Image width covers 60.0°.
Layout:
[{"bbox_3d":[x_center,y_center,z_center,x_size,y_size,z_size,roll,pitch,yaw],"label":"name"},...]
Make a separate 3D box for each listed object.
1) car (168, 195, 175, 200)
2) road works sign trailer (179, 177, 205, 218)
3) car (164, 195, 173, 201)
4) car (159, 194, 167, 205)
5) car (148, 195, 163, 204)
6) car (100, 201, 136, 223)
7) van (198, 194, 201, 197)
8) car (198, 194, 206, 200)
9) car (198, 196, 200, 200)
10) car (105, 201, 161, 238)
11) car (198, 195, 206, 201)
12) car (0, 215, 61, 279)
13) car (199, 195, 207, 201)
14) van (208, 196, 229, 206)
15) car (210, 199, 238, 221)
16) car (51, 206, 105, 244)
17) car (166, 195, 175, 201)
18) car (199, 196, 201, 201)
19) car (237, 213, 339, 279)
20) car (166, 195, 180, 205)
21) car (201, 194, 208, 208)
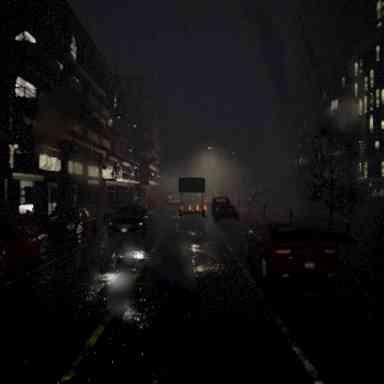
[{"bbox_3d":[-5.679,1.565,92.729,1.887,1.381,4.507,0,0,0],"label":"car"},{"bbox_3d":[0.005,0.447,29.932,2.380,3.560,2.880,0,0,0],"label":"road works sign trailer"},{"bbox_3d":[-5.681,1.447,81.675,1.967,1.590,4.097,0,0,0],"label":"car"},{"bbox_3d":[-5.685,1.515,59.400,1.752,1.417,4.829,0,0,0],"label":"car"},{"bbox_3d":[-5.687,1.530,48.516,1.887,1.381,4.507,0,0,0],"label":"car"},{"bbox_3d":[-5.690,1.509,26.240,1.752,1.417,4.829,0,0,0],"label":"car"},{"bbox_3d":[2.697,1.343,76.148,1.690,1.788,3.998,0,0,0],"label":"van"},{"bbox_3d":[2.701,1.460,92.728,1.967,1.590,4.097,0,0,0],"label":"car"},{"bbox_3d":[2.696,1.575,65.094,1.802,1.307,4.206,0,0,0],"label":"car"},{"bbox_3d":[-3.097,1.479,17.608,2.128,1.511,4.902,0,0,0],"label":"car"},{"bbox_3d":[2.700,1.579,87.201,1.947,1.339,4.313,0,0,0],"label":"car"},{"bbox_3d":[-5.693,1.575,9.830,1.802,1.307,4.206,0,0,0],"label":"car"},{"bbox_3d":[2.700,1.532,81.843,1.752,1.417,4.829,0,0,0],"label":"car"},{"bbox_3d":[2.690,1.324,31.934,1.690,1.788,3.998,0,0,0],"label":"van"},{"bbox_3d":[2.690,1.510,26.578,1.752,1.417,4.829,0,0,0],"label":"car"},{"bbox_3d":[-5.693,1.429,15.356,1.967,1.590,4.097,0,0,0],"label":"car"},{"bbox_3d":[-5.680,1.579,87.202,1.947,1.339,4.313,0,0,0],"label":"car"},{"bbox_3d":[2.696,1.572,59.568,1.802,1.307,4.206,0,0,0],"label":"car"},{"bbox_3d":[2.687,1.538,9.828,1.887,1.381,4.507,0,0,0],"label":"car"},{"bbox_3d":[-3.039,1.590,58.415,1.895,1.301,4.718,0,0,1],"label":"car"},{"bbox_3d":[2.693,1.426,48.514,1.967,1.590,4.097,0,0,0],"label":"car"}]
